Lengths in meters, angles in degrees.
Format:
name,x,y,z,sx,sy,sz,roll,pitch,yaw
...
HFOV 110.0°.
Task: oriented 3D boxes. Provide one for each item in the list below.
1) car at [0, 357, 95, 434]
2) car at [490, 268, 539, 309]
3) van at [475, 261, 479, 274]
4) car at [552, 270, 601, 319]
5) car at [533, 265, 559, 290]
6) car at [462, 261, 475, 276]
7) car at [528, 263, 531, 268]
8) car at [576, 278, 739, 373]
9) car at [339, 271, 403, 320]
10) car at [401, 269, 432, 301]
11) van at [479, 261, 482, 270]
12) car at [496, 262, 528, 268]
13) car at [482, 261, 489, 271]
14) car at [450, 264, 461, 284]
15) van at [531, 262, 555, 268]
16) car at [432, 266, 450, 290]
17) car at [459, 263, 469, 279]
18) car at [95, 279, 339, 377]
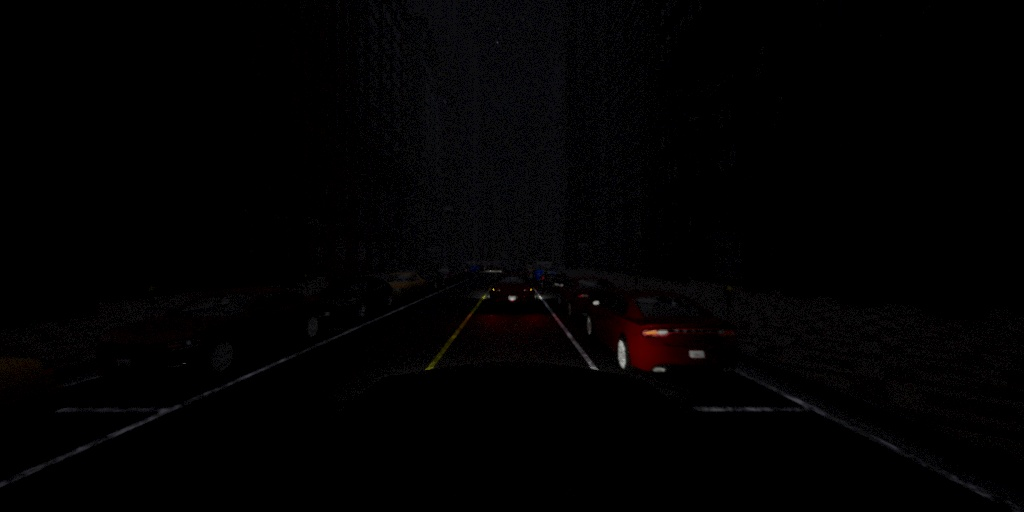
name,x,y,z,sx,sy,sz,roll,pitch,yaw
car,-5.762,1.278,1.759,1.751,1.417,4.829,0,0,0
car,0.034,1.420,15.744,1.812,1.442,4.674,0,0,1
van,-5.746,1.577,47.018,1.690,1.789,3.998,0,0,0
car,2.767,1.414,13.216,1.888,1.381,4.507,0,0,0
car,2.771,1.538,24.487,2.007,1.370,4.403,0,0,0
car,-5.748,1.613,41.382,1.967,1.591,4.097,0,0,0
car,2.775,1.661,35.759,2.007,1.370,4.403,0,0,0
car,2.765,1.355,7.580,1.888,1.381,4.507,0,0,0
car,-5.758,1.435,13.201,1.948,1.339,4.313,0,0,0
car,-5.756,1.453,18.667,1.751,1.417,4.829,0,0,0
van,-5.744,1.641,52.654,1.690,1.789,3.998,0,0,0
car,0.034,1.544,30.350,2.128,1.511,4.902,0,0,1
car,-5.741,1.744,63.926,2.192,1.841,5.009,0,0,0
car,-5.752,1.631,30.110,1.802,1.307,4.207,0,0,0
van,2.773,1.389,30.123,1.690,1.789,3.998,0,0,0
car,-5.754,1.554,24.473,1.948,1.339,4.313,0,0,0
car,-5.750,1.676,35.746,1.948,1.339,4.313,0,0,0
car,-5.760,1.356,7.565,1.888,1.381,4.507,0,0,0
